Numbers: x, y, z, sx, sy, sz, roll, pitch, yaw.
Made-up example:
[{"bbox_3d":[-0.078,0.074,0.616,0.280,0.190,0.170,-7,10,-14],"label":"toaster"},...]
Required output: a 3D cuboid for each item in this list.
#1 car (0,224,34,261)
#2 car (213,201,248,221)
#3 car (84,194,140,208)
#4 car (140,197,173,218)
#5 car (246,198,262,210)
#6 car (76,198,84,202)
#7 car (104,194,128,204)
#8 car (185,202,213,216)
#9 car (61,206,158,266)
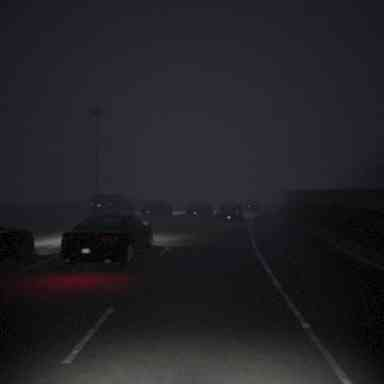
[{"bbox_3d":[-6.405,1.476,9.400,2.128,1.511,4.902,0,0,4],"label":"car"},{"bbox_3d":[3.217,1.598,26.903,1.895,1.301,4.718,0,0,12],"label":"car"},{"bbox_3d":[-6.938,1.198,29.578,2.150,2.045,5.566,0,0,12],"label":"car"},{"bbox_3d":[-3.128,1.475,30.424,2.128,1.511,4.902,0,0,13],"label":"car"},{"bbox_3d":[7.635,1.525,42.393,1.812,1.442,4.674,0,0,18],"label":"car"},{"bbox_3d":[-18.961,1.489,61.439,2.033,1.411,5.357,0,0,23],"label":"car"},{"bbox_3d":[-14.350,1.302,63.231,2.097,1.767,4.553,0,0,23],"label":"car"},{"bbox_3d":[0.820,1.592,31.967,1.895,1.301,4.718,0,0,14],"label":"car"},{"bbox_3d":[-2.703,1.468,11.630,1.882,1.535,5.008,0,0,5],"label":"car"}]
